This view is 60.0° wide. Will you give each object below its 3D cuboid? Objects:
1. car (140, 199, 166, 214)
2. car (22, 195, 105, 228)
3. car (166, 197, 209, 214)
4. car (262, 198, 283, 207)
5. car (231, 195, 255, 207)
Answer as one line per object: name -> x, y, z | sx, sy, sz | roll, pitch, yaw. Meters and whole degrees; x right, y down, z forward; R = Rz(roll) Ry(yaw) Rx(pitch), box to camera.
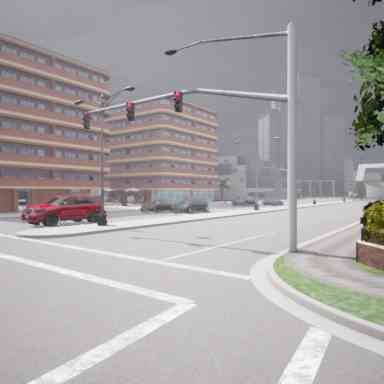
car -> -3.528, 1.524, 36.010 | 1.812, 1.442, 4.674 | 0, 0, 36
car -> -8.670, 1.221, 22.994 | 2.150, 2.045, 5.566 | 0, 0, 36
car -> -0.130, 1.352, 34.720 | 2.097, 1.767, 4.553 | 0, 0, 36
car -> 12.651, 1.564, 52.147 | 1.994, 1.385, 4.181 | 0, 0, 37
car -> 7.957, 1.350, 51.696 | 2.097, 1.767, 4.553 | 0, 0, 37
